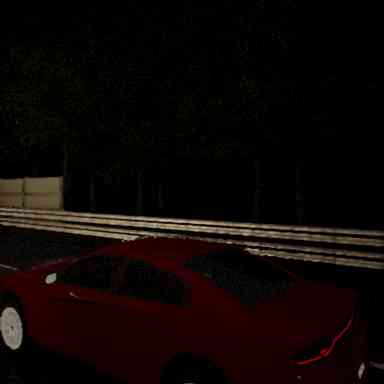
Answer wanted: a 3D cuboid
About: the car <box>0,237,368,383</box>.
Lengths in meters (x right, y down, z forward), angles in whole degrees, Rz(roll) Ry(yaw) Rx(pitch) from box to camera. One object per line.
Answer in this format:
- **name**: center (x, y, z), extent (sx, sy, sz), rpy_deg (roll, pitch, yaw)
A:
- **car**: center (-0.575, 1.336, 4.281), extent (5.008, 1.535, 1.882), rpy_deg (0, 0, 36)
